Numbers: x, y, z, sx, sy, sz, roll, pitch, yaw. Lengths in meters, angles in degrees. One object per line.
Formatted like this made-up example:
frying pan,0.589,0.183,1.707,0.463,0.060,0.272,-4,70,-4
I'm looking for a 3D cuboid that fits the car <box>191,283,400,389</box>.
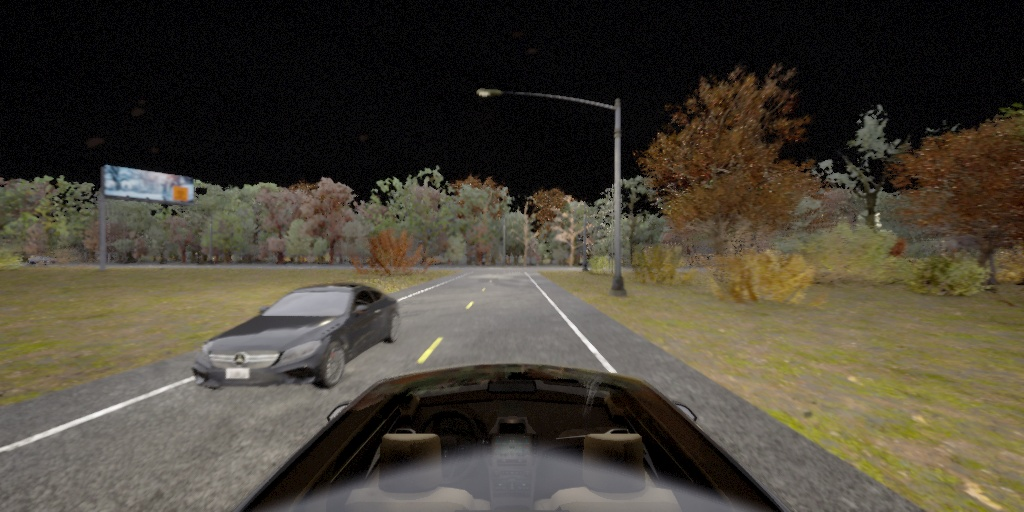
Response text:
car,-3.599,1.293,7.037,1.812,1.442,4.674,0,0,0
